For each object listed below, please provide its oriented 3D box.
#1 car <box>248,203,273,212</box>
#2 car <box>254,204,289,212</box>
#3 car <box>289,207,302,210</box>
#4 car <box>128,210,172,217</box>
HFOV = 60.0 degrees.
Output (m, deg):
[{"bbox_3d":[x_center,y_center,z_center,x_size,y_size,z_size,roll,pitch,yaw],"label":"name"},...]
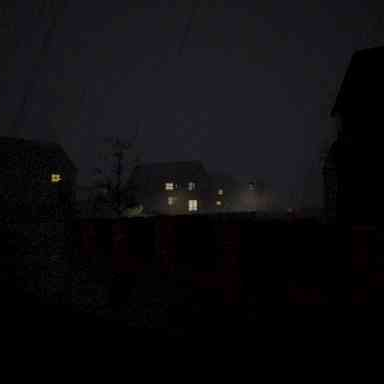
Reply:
[{"bbox_3d":[10.095,2.545,47.656,2.150,2.045,5.566,1,-2,36],"label":"car"},{"bbox_3d":[10.376,2.743,43.188,2.128,1.511,4.902,1,-1,36],"label":"car"},{"bbox_3d":[16.168,3.040,51.480,1.882,1.535,5.008,1,-1,35],"label":"car"},{"bbox_3d":[-3.334,2.225,28.779,1.895,1.301,4.718,1,-1,35],"label":"car"}]
